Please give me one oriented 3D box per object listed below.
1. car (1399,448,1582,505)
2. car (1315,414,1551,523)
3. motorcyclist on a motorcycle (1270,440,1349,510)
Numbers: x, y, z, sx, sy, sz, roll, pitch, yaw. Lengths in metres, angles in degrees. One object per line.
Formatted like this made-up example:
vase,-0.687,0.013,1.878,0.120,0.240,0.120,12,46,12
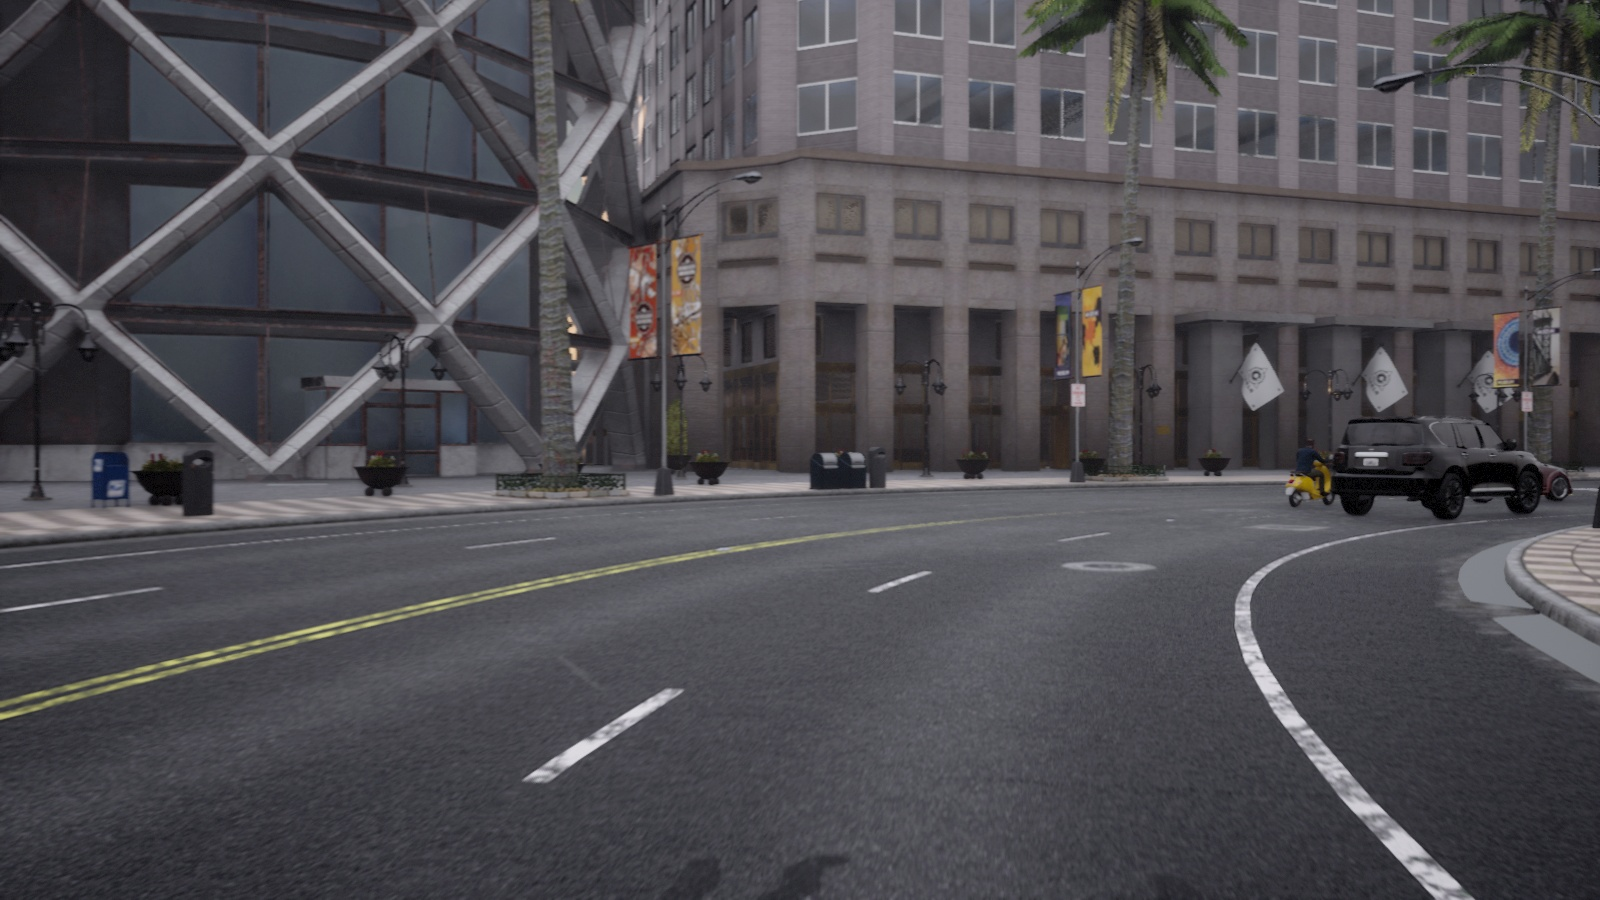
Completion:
car,17.894,0.659,32.559,4.181,1.385,1.994,0,0,-23
car,13.236,0.342,26.116,5.566,2.045,2.150,0,0,-37
motorcyclist on a motorcycle,11.933,0.555,29.392,1.817,1.590,0.866,-1,1,-34
